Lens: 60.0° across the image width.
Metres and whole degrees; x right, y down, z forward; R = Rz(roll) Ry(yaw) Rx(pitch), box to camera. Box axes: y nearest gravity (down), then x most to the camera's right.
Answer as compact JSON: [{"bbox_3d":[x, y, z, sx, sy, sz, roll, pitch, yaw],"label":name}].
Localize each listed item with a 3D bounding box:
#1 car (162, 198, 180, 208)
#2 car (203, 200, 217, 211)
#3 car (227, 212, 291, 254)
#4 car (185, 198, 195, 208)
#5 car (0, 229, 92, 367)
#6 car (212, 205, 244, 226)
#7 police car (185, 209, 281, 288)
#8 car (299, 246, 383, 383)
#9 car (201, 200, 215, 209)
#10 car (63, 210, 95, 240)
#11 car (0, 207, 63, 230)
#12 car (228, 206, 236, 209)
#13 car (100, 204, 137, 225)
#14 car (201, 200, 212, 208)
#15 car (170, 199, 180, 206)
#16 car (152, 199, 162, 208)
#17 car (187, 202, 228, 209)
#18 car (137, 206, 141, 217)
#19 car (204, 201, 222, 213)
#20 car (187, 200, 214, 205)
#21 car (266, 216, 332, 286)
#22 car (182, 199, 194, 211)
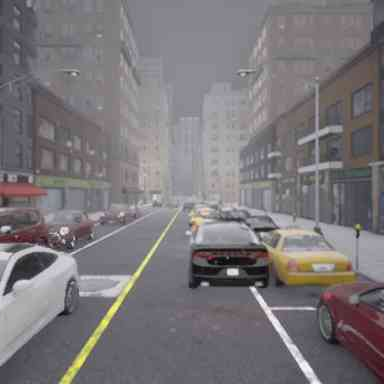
[{"bbox_3d":[-3.363,1.794,55.503,2.097,1.767,4.553,0,0,0],"label":"car"},{"bbox_3d":[2.567,1.915,48.545,1.752,1.417,4.829,-1,0,0],"label":"car"},{"bbox_3d":[2.770,1.689,14.861,1.947,1.339,4.313,-1,0,0],"label":"car"},{"bbox_3d":[-0.372,1.955,60.132,1.882,1.535,5.008,0,0,0],"label":"car"},{"bbox_3d":[-3.129,1.569,4.926,1.812,1.442,4.674,0,0,0],"label":"car"},{"bbox_3d":[2.703,1.764,26.032,2.008,1.369,4.403,-1,0,0],"label":"car"},{"bbox_3d":[0.844,1.506,9.602,1.930,1.638,5.238,0,0,0],"label":"police car"},{"bbox_3d":[2.837,1.613,3.690,1.802,1.307,4.206,-1,0,0],"label":"car"},{"bbox_3d":[2.535,1.996,53.961,1.947,1.339,4.313,-1,0,0],"label":"car"},{"bbox_3d":[-5.766,1.565,14.809,1.967,1.590,4.097,-1,0,0],"label":"car"},{"bbox_3d":[-5.733,1.394,9.225,2.192,1.841,5.009,-1,0,0],"label":"car"},{"bbox_3d":[2.736,1.734,20.447,1.947,1.339,4.313,-1,0,0],"label":"car"},{"bbox_3d":[-5.836,1.656,25.980,1.967,1.590,4.097,-1,0,0],"label":"car"},{"bbox_3d":[2.501,2.054,59.546,1.802,1.307,4.206,-1,0,0],"label":"car"},{"bbox_3d":[-3.424,2.105,68.467,1.994,1.385,4.181,0,0,0],"label":"car"},{"bbox_3d":[-6.044,2.018,59.492,1.887,1.381,4.507,-1,0,0],"label":"car"},{"bbox_3d":[0.781,1.618,19.681,1.801,1.575,5.366,0,0,0],"label":"car"},{"bbox_3d":[-5.869,1.842,31.564,1.802,1.307,4.206,-1,0,0],"label":"car"},{"bbox_3d":[2.602,1.896,42.789,2.008,1.369,4.403,-1,0,0],"label":"car"},{"bbox_3d":[0.743,1.667,25.681,1.801,1.575,5.366,0,0,0],"label":"car"},{"bbox_3d":[2.802,1.604,9.446,1.752,1.417,4.829,-1,0,0],"label":"car"},{"bbox_3d":[-0.275,1.877,46.204,1.837,1.490,4.892,0,0,0],"label":"car"}]
